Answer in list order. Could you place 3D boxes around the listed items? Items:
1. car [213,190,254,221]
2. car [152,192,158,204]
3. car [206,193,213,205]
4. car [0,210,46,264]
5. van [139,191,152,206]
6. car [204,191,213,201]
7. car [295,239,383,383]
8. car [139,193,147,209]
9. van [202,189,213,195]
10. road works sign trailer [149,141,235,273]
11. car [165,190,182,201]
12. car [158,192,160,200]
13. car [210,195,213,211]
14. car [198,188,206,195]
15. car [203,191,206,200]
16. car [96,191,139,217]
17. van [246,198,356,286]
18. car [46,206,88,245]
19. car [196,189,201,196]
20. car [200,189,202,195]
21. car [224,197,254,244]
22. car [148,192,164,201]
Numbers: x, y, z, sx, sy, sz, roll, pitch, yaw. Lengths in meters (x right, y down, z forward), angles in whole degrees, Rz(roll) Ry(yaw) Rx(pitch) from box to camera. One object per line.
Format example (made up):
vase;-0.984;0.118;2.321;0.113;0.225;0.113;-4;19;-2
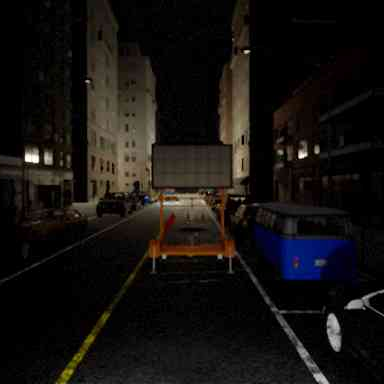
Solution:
car;2.679;0.982;20.044;2.192;1.841;5.009;0;1;0
car;-5.833;0.817;42.542;1.752;1.417;4.829;0;1;0
car;2.686;1.045;31.386;1.947;1.339;4.313;0;1;0
car;-5.853;1.399;8.707;1.887;1.381;4.507;0;1;0
van;-5.837;0.727;37.041;1.690;1.788;3.998;0;1;0
car;2.689;0.936;37.053;2.008;1.369;4.403;0;1;0
car;2.669;1.499;3.043;2.008;1.369;4.403;0;1;0
car;-5.840;1.030;31.377;2.008;1.369;4.403;0;1;0
van;2.696;0.531;48.388;1.690;1.788;3.998;0;1;0
road works sign trailer;0.005;0.297;10.005;2.380;3.560;2.880;0;1;0
car;-3.000;0.738;51.395;1.895;1.301;4.718;0;1;1
car;-5.830;0.719;48.211;1.752;1.417;4.829;0;1;0
car;2.683;1.139;25.718;1.947;1.339;4.313;0;1;0
car;2.723;-0.276;92.416;2.192;1.841;5.009;0;1;0
car;2.693;0.871;42.723;1.802;1.307;4.206;0;1;0
car;-5.843;0.888;25.706;2.192;1.841;5.009;0;1;0
van;2.672;1.196;8.708;1.690;1.788;3.998;0;1;0
car;-5.850;1.289;14.205;1.752;1.417;4.829;0;1;0
car;2.716;0.050;81.250;1.967;1.590;4.097;0;1;0
car;2.700;0.612;54.230;1.752;1.417;4.829;0;1;0
car;2.676;1.201;14.378;1.967;1.590;4.097;0;1;0
car;-5.826;0.641;54.048;2.008;1.369;4.403;0;1;0
